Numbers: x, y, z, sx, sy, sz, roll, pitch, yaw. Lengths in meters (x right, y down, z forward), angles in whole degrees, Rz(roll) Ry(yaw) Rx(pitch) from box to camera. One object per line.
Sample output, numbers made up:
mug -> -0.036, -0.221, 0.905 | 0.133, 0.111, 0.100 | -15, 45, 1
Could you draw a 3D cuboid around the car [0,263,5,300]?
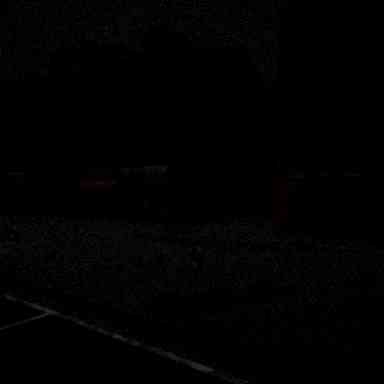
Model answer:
car -> -5.415, 1.540, 6.658 | 4.403, 1.369, 2.008 | 0, 1, 36
